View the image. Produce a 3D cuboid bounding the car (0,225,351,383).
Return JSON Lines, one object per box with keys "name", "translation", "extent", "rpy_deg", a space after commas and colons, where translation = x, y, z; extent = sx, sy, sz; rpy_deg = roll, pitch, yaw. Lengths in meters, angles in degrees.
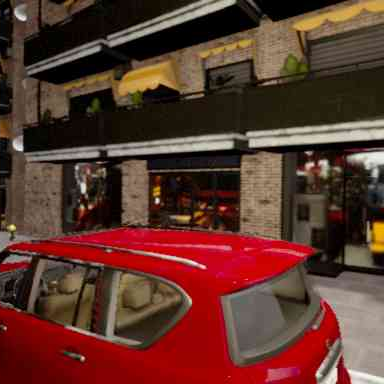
{"name": "car", "translation": [-1.027, 1.320, 3.582], "extent": [5.009, 1.841, 2.192], "rpy_deg": [0, 1, 36]}
